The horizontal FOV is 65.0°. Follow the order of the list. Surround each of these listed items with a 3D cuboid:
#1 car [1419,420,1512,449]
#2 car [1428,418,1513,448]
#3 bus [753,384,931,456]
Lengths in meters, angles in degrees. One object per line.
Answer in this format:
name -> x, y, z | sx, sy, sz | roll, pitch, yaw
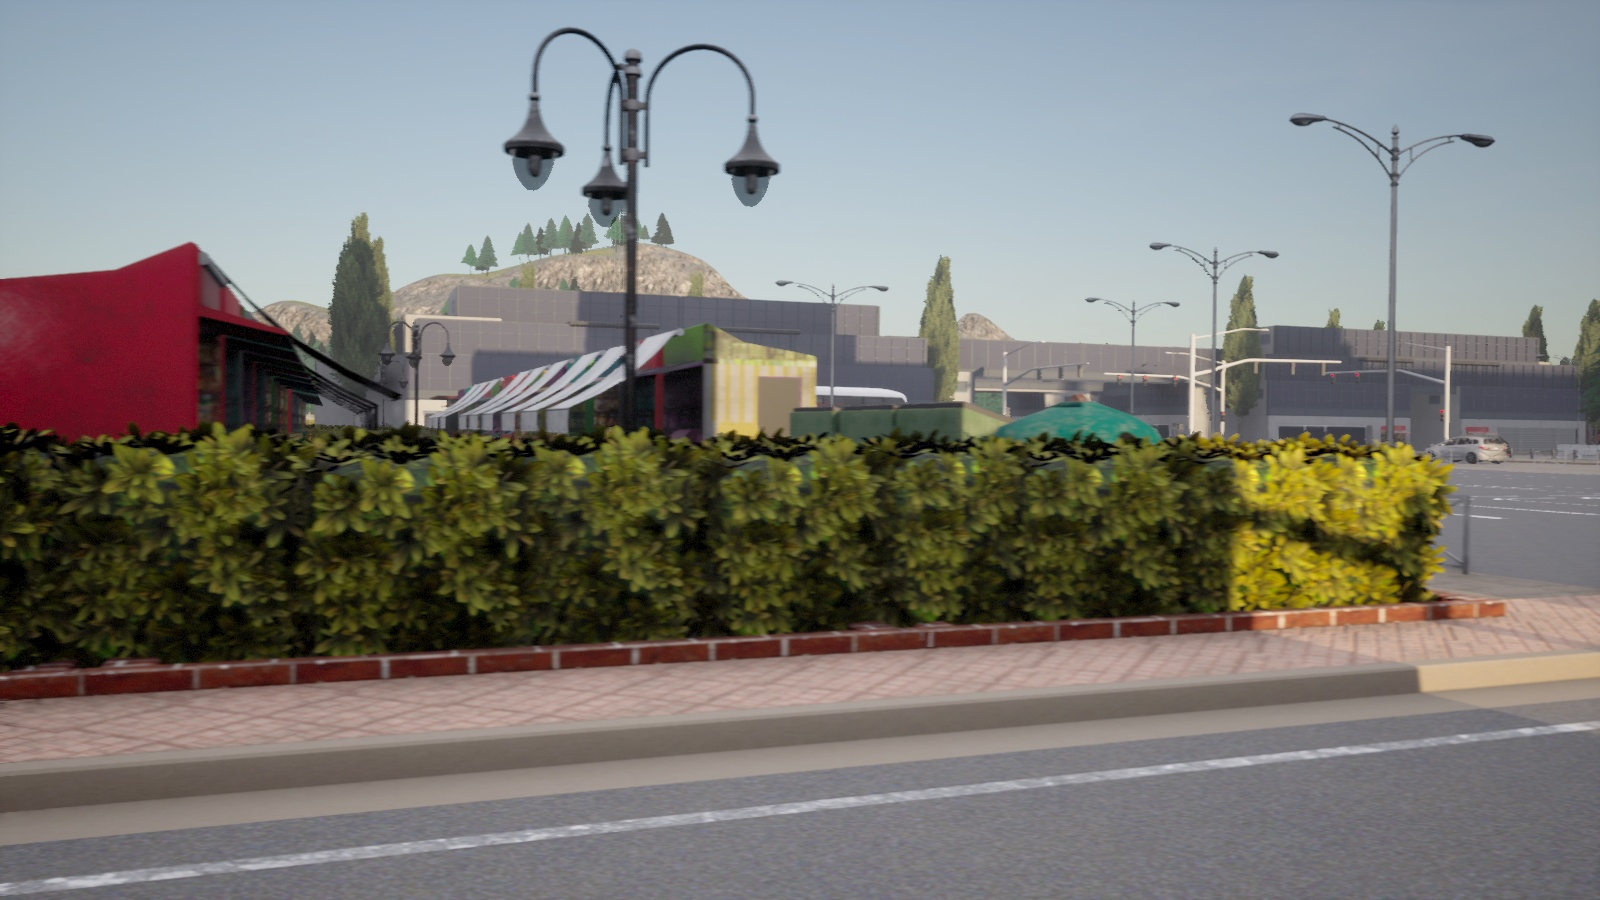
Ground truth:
car -> 39.820, -0.957, 75.230 | 2.242, 1.667, 4.611 | -1, 1, -20
car -> 42.142, -1.072, 79.014 | 1.932, 1.855, 4.605 | -1, 1, -21
bus -> 2.575, -1.819, 77.918 | 10.273, 4.253, 3.944 | 0, 1, -19
